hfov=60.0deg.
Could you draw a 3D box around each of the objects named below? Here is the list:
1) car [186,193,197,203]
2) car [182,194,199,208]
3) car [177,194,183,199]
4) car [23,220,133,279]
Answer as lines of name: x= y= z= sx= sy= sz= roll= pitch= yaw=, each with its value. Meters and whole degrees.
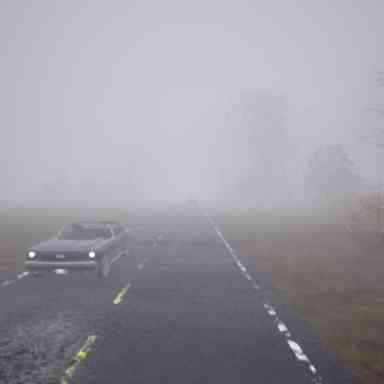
car: x=-0.094 y=1.184 z=64.992 sx=2.097 sy=1.767 sz=4.553 roll=0 pitch=0 yaw=0
car: x=-0.044 y=1.405 z=46.335 sx=1.812 sy=1.442 sz=4.674 roll=0 pitch=0 yaw=0
car: x=-3.277 y=1.237 z=94.217 sx=1.882 sy=1.535 sz=5.008 roll=0 pitch=0 yaw=0
car: x=-3.130 y=1.574 z=10.127 sx=1.895 sy=1.301 sz=4.718 roll=0 pitch=0 yaw=0
